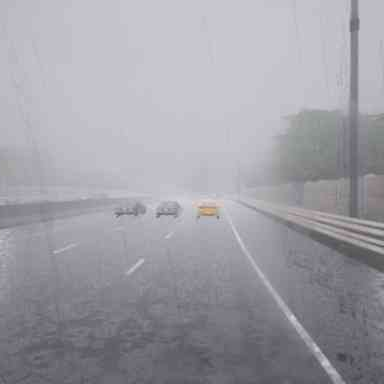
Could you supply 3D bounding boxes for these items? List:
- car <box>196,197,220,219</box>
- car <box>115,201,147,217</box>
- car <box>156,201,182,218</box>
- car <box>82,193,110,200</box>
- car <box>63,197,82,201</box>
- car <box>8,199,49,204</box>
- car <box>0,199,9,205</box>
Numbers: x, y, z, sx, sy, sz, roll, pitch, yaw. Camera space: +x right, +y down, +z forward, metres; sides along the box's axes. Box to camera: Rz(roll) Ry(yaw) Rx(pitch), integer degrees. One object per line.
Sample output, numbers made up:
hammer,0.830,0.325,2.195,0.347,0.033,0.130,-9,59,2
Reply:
car,1.494,1.490,29.894,1.882,1.535,5.008,0,0,4
car,-5.489,1.515,30.391,2.033,1.411,5.357,0,0,4
car,-1.998,1.537,30.139,2.033,1.411,5.357,0,0,4
car,-14.517,1.124,51.615,2.150,2.045,5.566,0,0,5
car,-18.079,1.429,50.895,2.033,1.411,5.357,0,0,5
car,-15.846,1.450,33.897,2.033,1.411,5.357,0,0,4
car,-19.282,1.444,34.862,1.994,1.385,4.181,0,0,4
